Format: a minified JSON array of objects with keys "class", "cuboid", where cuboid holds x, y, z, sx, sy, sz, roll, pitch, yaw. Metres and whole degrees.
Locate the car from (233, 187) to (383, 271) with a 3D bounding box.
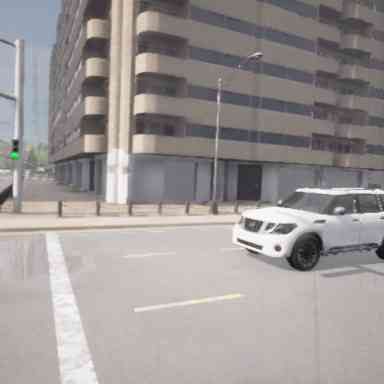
[{"class":"car","cuboid":[3.951,0.884,9.764,5.566,2.045,2.150,1,3,-26]}]
